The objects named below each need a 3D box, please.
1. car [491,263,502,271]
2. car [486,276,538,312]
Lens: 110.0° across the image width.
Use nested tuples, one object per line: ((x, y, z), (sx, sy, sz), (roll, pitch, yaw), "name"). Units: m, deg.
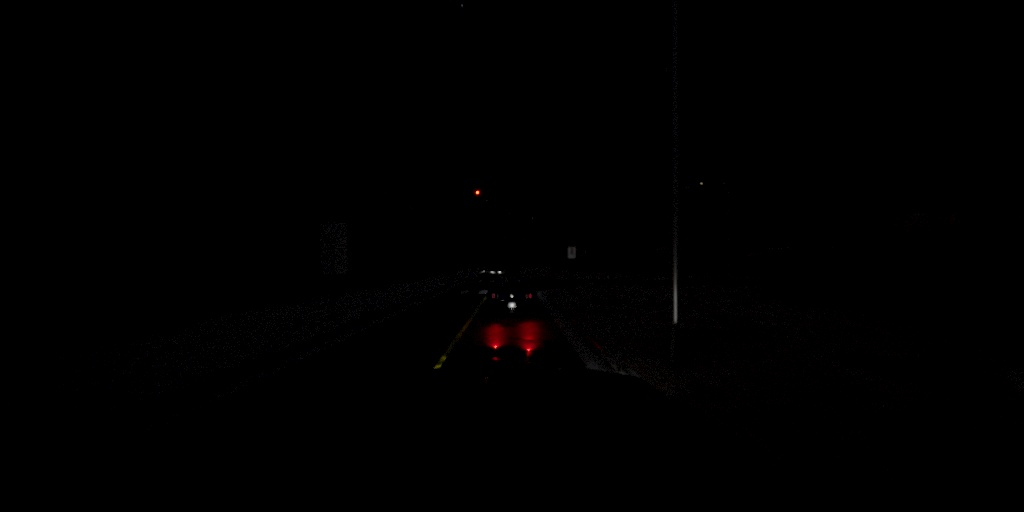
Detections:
((-2.781, 1.989, 63.977), (2.033, 1.411, 5.357), (0, -1, 1), "car")
((0.018, 1.492, 15.084), (1.895, 1.301, 4.718), (0, -1, 0), "car")
